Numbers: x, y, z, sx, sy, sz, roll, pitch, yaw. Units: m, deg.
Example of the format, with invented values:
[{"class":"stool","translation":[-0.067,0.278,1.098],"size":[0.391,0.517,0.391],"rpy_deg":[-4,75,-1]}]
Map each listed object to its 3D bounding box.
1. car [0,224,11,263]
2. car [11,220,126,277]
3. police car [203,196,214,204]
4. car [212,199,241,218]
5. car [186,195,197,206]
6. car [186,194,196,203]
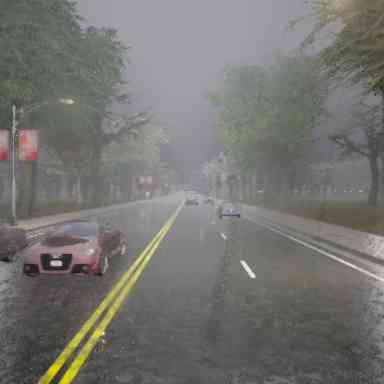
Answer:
[{"class":"car","translation":[-6.587,1.548,9.301],"size":[2.033,1.411,5.357],"rpy_deg":[0,0,0]},{"class":"car","translation":[-3.335,1.564,10.164],"size":[1.994,1.385,4.181],"rpy_deg":[0,0,0]},{"class":"police car","translation":[3.095,1.530,60.850],"size":[2.038,1.542,4.974],"rpy_deg":[0,1,0]},{"class":"car","translation":[3.224,1.595,29.686],"size":[2.033,1.411,5.357],"rpy_deg":[0,0,0]},{"class":"car","translation":[-0.021,1.501,55.221],"size":[1.812,1.442,4.674],"rpy_deg":[0,0,0]},{"class":"car","translation":[-0.218,1.320,69.730],"size":[2.097,1.767,4.553],"rpy_deg":[0,0,0]}]
